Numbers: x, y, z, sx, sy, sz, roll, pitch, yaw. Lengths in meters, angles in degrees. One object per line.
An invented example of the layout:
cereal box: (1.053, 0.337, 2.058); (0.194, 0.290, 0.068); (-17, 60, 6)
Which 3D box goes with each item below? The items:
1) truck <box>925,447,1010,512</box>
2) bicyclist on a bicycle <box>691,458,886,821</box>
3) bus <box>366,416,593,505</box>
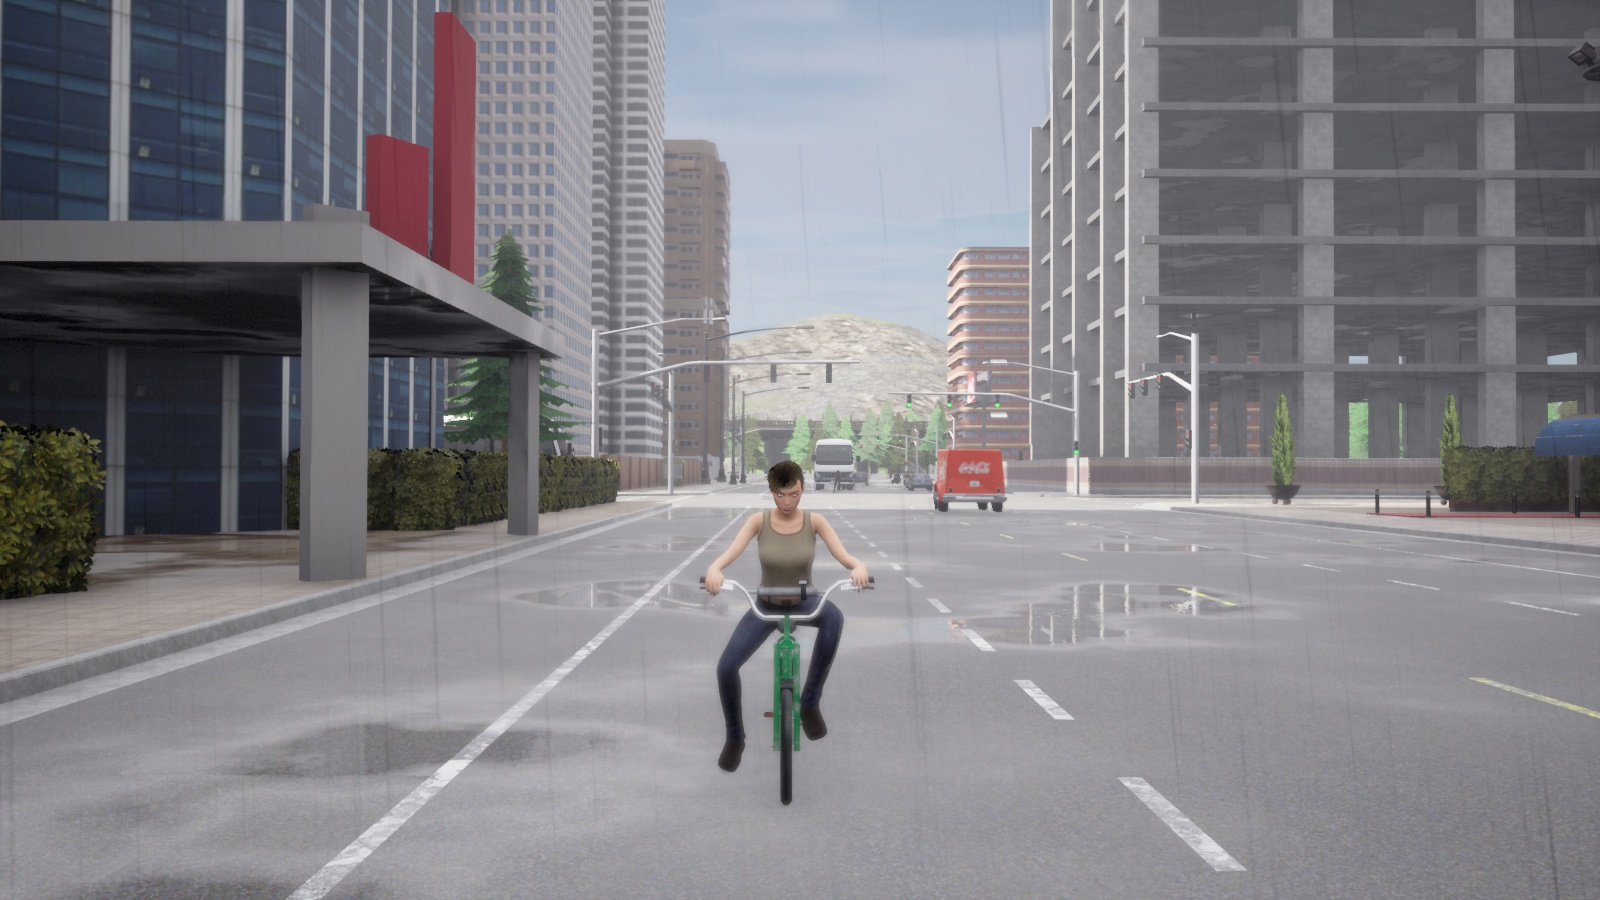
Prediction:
truck: (6.621, 1.148, 50.294); (2.627, 2.467, 5.204); (0, -1, 0)
bicyclist on a bicycle: (-0.061, 0.858, 6.372); (0.866, 1.612, 1.509); (0, -1, -1)
bus: (-15.772, 0.549, 62.540); (10.273, 4.253, 3.944); (0, -1, 0)
